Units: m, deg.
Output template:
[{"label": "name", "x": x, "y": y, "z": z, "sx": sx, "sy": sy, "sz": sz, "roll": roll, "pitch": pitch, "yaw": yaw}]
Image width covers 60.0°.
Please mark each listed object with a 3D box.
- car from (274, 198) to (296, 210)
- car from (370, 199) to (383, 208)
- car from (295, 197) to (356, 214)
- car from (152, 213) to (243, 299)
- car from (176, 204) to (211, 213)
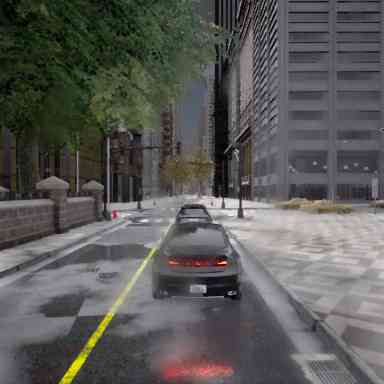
[{"label": "car", "x": 12.095, "y": 1.329, "z": 39.022, "sx": 4.829, "sy": 1.417, "sz": 1.752, "roll": -1, "pitch": 1, "yaw": 0}, {"label": "car", "x": 23.436, "y": 1.144, "z": 38.962, "sx": 4.829, "sy": 1.417, "sz": 1.752, "roll": -1, "pitch": 1, "yaw": 0}, {"label": "car", "x": 12.399, "y": 1.341, "z": 30.496, "sx": 4.829, "sy": 1.417, "sz": 1.752, "roll": -1, "pitch": 1, "yaw": 0}, {"label": "car", "x": 0.111, "y": 1.508, "z": 8.435, "sx": 1.837, "sy": 1.490, "sz": 4.892, "roll": 0, "pitch": 0, "yaw": 0}, {"label": "car", "x": 0.094, "y": 1.440, "z": 18.565, "sx": 2.033, "sy": 1.649, "sz": 4.856, "roll": 0, "pitch": 0, "yaw": 0}]
